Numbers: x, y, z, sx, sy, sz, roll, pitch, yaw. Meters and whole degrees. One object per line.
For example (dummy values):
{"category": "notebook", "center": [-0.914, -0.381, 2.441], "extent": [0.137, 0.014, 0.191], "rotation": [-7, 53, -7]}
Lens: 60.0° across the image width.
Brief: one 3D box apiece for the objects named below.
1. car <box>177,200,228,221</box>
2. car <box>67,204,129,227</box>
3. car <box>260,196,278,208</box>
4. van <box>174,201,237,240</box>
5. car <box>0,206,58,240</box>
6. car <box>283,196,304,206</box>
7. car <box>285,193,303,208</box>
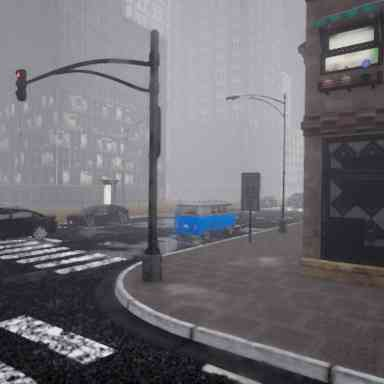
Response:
{"category": "car", "center": [0.957, 1.445, 27.258], "extent": [1.812, 1.442, 4.674], "rotation": [1, 1, 35]}
{"category": "car", "center": [-6.033, 1.462, 21.893], "extent": [1.947, 1.339, 4.313], "rotation": [1, 1, 35]}
{"category": "car", "center": [9.989, 1.288, 44.443], "extent": [1.967, 1.590, 4.097], "rotation": [1, 1, 35]}
{"category": "van", "center": [0.801, 1.365, 17.037], "extent": [1.690, 1.788, 3.998], "rotation": [1, 1, 35]}
{"category": "car", "center": [-8.612, 1.418, 14.801], "extent": [1.882, 1.535, 5.008], "rotation": [2, 1, 43]}
{"category": "car", "center": [16.298, 1.359, 53.326], "extent": [1.752, 1.417, 4.829], "rotation": [1, 1, 35]}
{"category": "car", "center": [15.349, 1.108, 47.357], "extent": [2.150, 2.045, 5.566], "rotation": [1, 0, 36]}
